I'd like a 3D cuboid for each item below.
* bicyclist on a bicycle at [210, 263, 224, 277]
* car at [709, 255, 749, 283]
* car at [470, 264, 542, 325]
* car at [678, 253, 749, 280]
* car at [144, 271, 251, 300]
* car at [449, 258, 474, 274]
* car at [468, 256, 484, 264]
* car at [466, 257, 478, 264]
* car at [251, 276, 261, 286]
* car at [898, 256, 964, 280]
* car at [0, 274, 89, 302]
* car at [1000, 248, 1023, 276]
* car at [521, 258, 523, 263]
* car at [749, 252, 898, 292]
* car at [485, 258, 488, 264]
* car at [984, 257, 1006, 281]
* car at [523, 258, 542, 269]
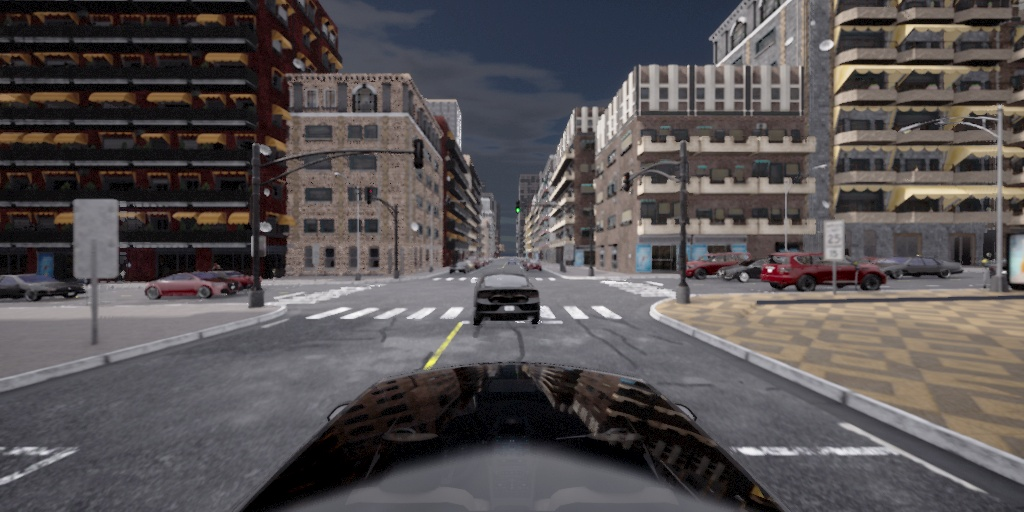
[{"bbox_3d":[-23.160,1.365,28.160,0.582,1.620,1.656,-1,1,0],"label":"bicyclist on a bicycle"},{"bbox_3d":[15.740,0.876,22.964,4.892,1.490,1.837,-1,0,0],"label":"car"},{"bbox_3d":[-0.333,1.196,11.793,1.882,1.535,5.008,0,0,-6],"label":"car"},{"bbox_3d":[14.581,0.695,25.545,5.009,1.841,2.192,0,0,0],"label":"car"},{"bbox_3d":[-17.172,1.560,19.481,4.181,1.385,1.994,-1,0,-1],"label":"car"},{"bbox_3d":[-5.681,1.223,39.215,1.948,1.339,4.313,0,0,0],"label":"car"},{"bbox_3d":[-5.678,0.947,50.580,2.192,1.841,5.009,0,0,0],"label":"car"},{"bbox_3d":[-5.680,1.170,44.728,1.751,1.417,4.829,0,0,0],"label":"car"},{"bbox_3d":[-18.880,1.613,22.733,4.718,1.301,1.895,-1,0,-1],"label":"car"},{"bbox_3d":[25.484,0.736,23.044,5.357,1.411,2.033,-1,0,0],"label":"car"},{"bbox_3d":[-26.535,1.715,19.407,5.357,1.411,2.033,-1,0,0],"label":"car"},{"bbox_3d":[35.142,0.358,23.114,4.553,1.767,2.097,-1,0,0],"label":"car"},{"bbox_3d":[2.703,1.072,50.580,1.967,1.591,4.097,0,0,0],"label":"car"},{"bbox_3d":[14.714,0.733,17.166,5.009,1.841,2.192,0,0,0],"label":"car"},{"bbox_3d":[-5.675,1.048,61.945,1.967,1.591,4.097,0,0,0],"label":"car"},{"bbox_3d":[25.807,0.776,17.259,4.313,1.339,1.948,0,0,0],"label":"car"},{"bbox_3d":[2.701,1.084,44.898,1.967,1.591,4.097,0,0,0],"label":"car"}]
